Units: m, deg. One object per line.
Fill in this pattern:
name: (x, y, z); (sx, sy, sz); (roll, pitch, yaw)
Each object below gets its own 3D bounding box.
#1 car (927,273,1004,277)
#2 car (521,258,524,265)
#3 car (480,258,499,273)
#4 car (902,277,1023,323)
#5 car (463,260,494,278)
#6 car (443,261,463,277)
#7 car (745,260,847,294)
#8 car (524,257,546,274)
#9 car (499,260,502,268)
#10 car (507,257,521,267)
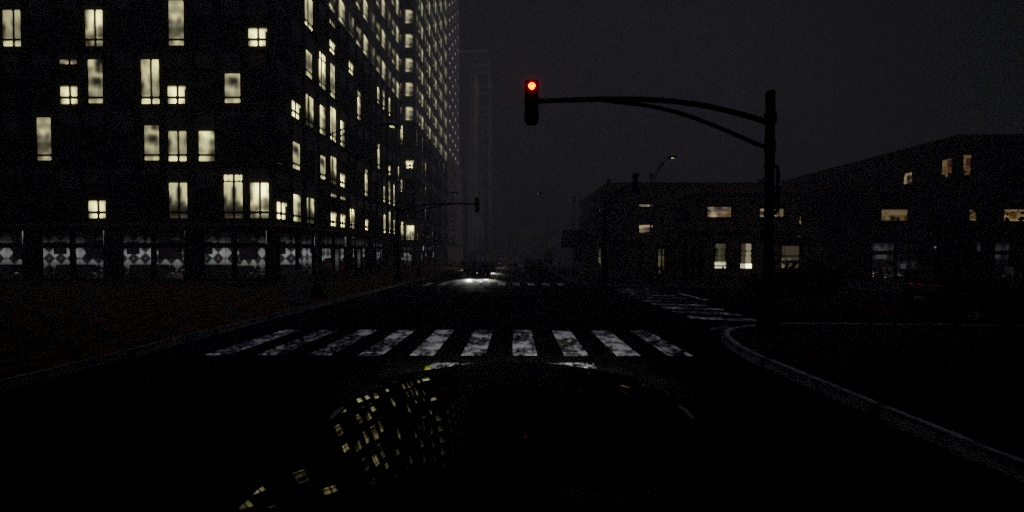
car: (19.678, 1.461, 15.153); (4.902, 1.511, 2.128); (1, 1, 1)
car: (2.803, 1.041, 52.597); (2.192, 1.841, 5.009); (0, 0, 0)
car: (-3.001, 1.294, 43.859); (1.994, 1.385, 4.181); (0, 0, 0)
car: (16.435, 1.546, 12.617); (4.313, 1.339, 1.948); (0, 0, 1)
car: (-3.032, 1.299, 33.142); (1.994, 1.385, 4.181); (0, 0, 0)
car: (-5.753, 1.259, 35.569); (1.751, 1.417, 4.829); (0, 0, 0)
car: (16.560, 1.162, 20.995); (5.009, 1.841, 2.192); (0, 0, 1)
car: (2.778, 1.171, 41.309); (1.967, 1.591, 4.097); (0, 0, 0)
car: (-2.910, 1.229, 62.813); (1.837, 1.490, 4.892); (0, 0, 1)
car: (0.140, 1.286, 63.812); (1.994, 1.385, 4.181); (0, 0, 0)
